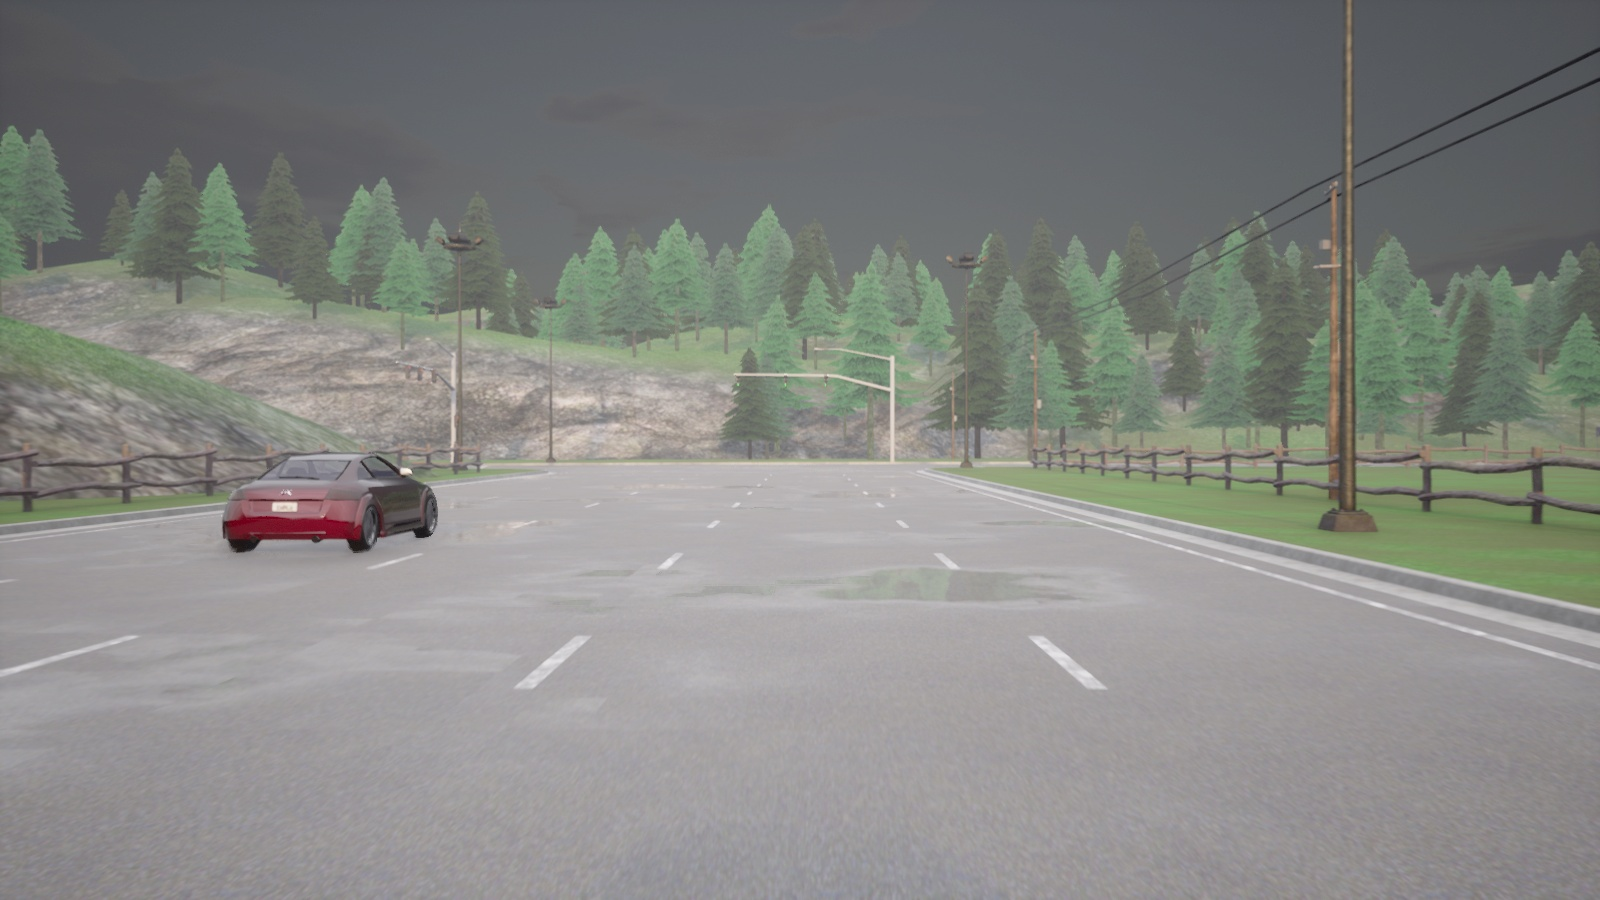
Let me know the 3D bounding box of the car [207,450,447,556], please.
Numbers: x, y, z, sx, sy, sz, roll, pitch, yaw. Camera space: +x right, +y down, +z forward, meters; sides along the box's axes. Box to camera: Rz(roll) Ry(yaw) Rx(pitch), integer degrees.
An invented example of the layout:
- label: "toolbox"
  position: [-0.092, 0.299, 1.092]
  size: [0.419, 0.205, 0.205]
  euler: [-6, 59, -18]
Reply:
- label: "car"
  position: [-6.878, 0.704, 18.787]
  size: [1.994, 1.385, 4.181]
  euler: [0, 0, 0]
